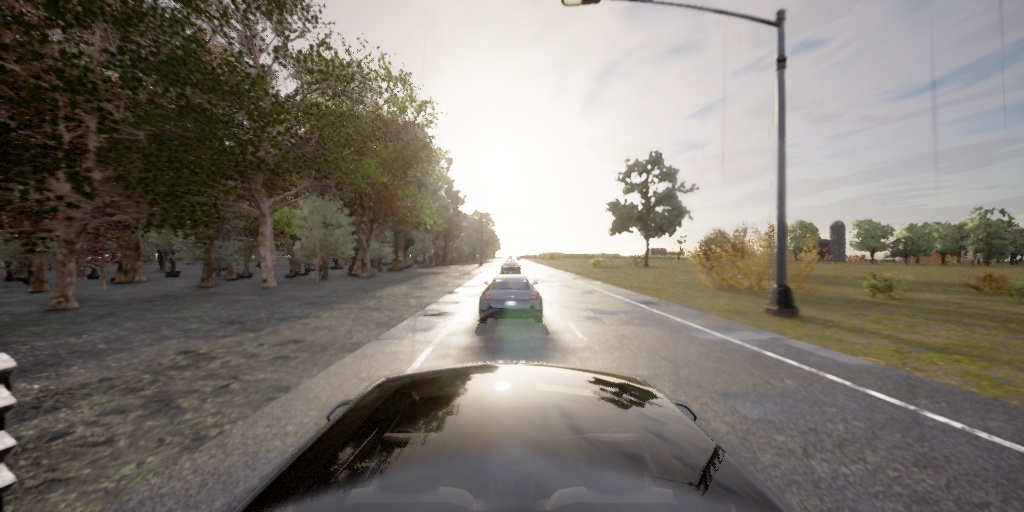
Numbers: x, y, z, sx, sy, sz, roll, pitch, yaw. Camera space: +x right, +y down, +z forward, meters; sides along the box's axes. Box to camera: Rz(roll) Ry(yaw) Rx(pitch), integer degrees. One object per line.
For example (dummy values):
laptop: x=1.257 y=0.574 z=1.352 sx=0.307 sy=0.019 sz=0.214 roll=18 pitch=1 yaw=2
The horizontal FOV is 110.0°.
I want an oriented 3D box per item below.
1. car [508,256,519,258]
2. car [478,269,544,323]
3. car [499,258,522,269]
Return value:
car: x=-0.252 y=1.223 z=63.519 sx=2.128 sy=1.511 sz=4.902 roll=0 pitch=0 yaw=0
car: x=-0.037 y=1.320 z=12.218 sx=1.994 sy=1.385 sz=4.181 roll=0 pitch=0 yaw=0
car: x=-0.120 y=1.226 z=32.040 sx=1.882 sy=1.535 sz=5.008 roll=0 pitch=0 yaw=0
